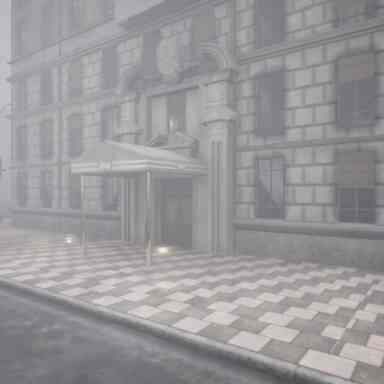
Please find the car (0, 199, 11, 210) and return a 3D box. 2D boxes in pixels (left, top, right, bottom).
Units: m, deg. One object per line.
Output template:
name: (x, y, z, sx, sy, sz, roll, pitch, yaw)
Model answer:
car: (-24.157, 1.526, 40.180, 1.812, 1.442, 4.674, 0, 0, 36)
